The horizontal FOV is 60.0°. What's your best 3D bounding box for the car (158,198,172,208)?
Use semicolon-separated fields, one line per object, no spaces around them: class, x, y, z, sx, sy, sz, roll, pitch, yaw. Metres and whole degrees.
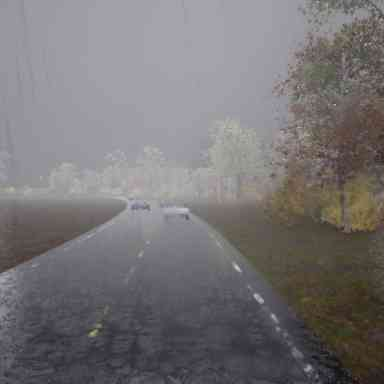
car;-3.357;1.404;43.051;1.895;1.301;4.718;0;0;-9

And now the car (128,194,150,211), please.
car;-5.830;1.180;37.860;2.097;1.767;4.553;0;0;-8

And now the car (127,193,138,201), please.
car;-13.665;1.123;76.091;1.882;1.535;5.008;0;0;-15

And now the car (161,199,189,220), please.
car;-1.317;1.480;26.919;1.895;1.301;4.718;0;0;-5
